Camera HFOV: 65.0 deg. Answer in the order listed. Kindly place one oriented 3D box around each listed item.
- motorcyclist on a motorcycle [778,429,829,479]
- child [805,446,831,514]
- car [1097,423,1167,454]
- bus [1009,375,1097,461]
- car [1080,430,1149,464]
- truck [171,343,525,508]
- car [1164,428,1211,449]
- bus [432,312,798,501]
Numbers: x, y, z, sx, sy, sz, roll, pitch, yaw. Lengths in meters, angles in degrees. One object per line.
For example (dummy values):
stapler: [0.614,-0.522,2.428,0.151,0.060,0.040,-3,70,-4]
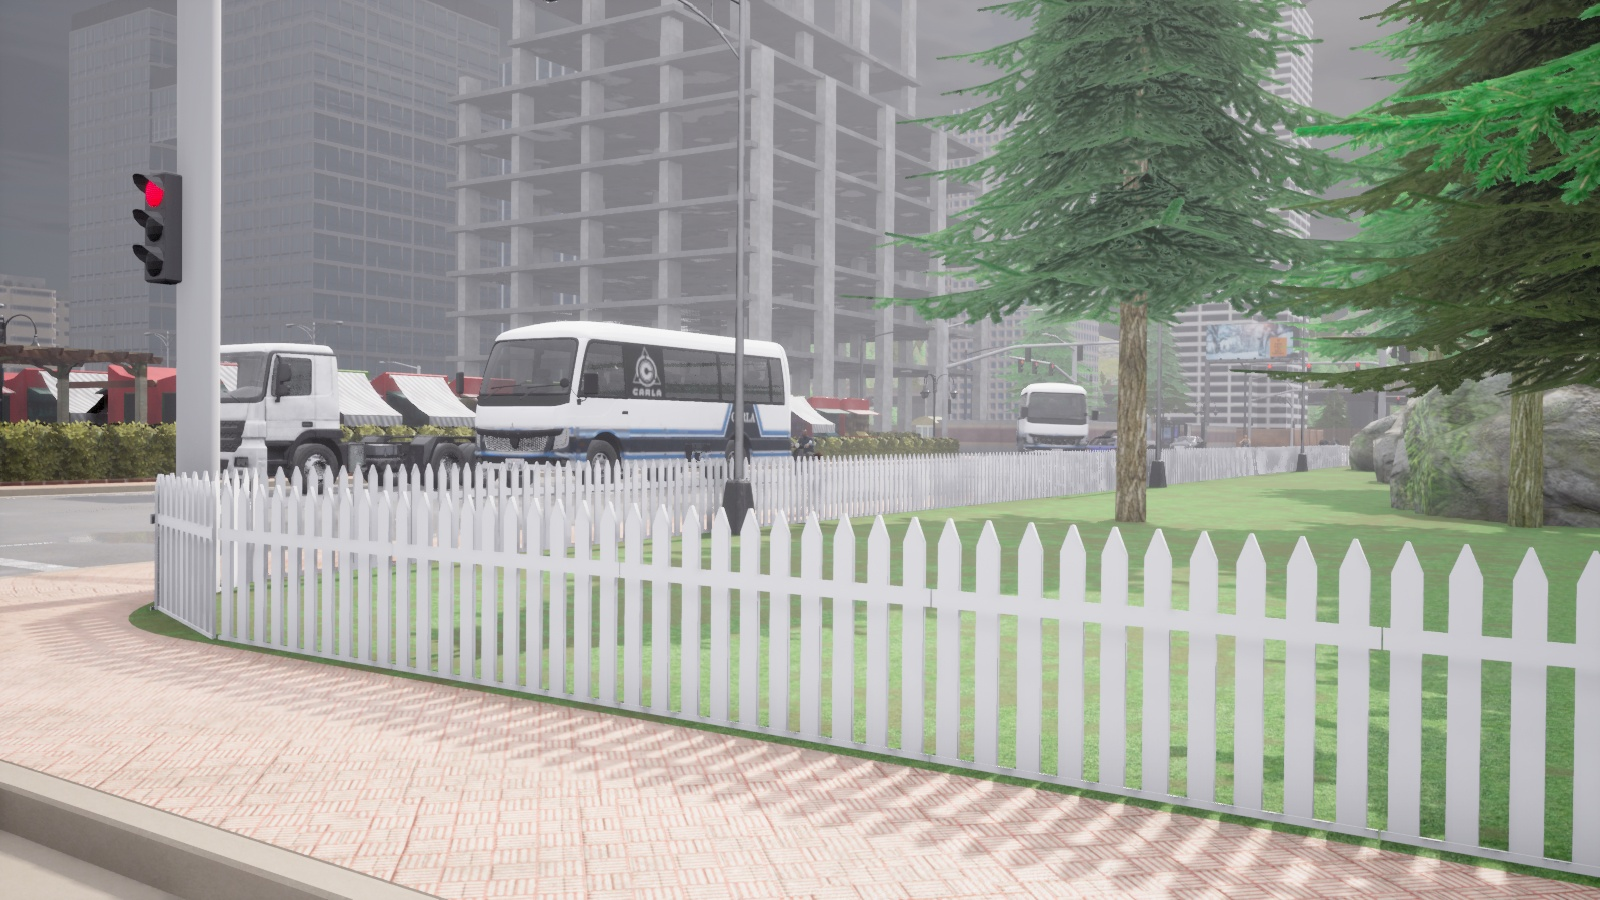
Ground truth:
motorcyclist on a motorcycle: [0.136,0.121,41.217,0.866,1.590,1.817,0,1,30]
child: [0.295,0.486,20.611,0.255,1.110,0.394,0,1,32]
car: [20.640,-0.735,78.142,3.866,1.878,1.905,0,1,-1]
bus: [13.623,-1.718,68.553,3.944,4.253,10.273,1,1,8]
car: [14.279,-0.162,56.946,1.816,1.474,4.193,0,1,32]
truck: [-10.611,-0.571,30.501,2.891,3.462,7.936,0,1,32]
car: [28.794,-0.845,93.194,2.128,1.511,4.902,0,1,32]
bus: [-4.467,-1.065,33.699,3.944,4.253,10.273,0,1,32]
